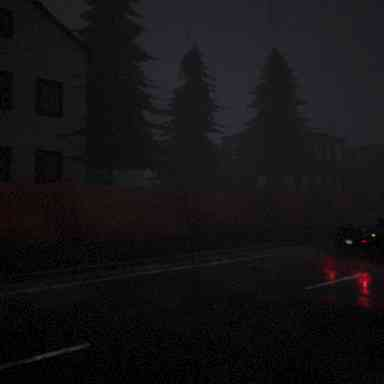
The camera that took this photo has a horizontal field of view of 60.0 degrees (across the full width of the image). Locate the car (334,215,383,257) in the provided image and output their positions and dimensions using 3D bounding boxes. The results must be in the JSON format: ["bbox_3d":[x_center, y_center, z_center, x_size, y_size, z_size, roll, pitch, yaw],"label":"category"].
[{"bbox_3d":[7.688,1.670,13.561,4.674,1.442,1.812,0,0,-34],"label":"car"}]
